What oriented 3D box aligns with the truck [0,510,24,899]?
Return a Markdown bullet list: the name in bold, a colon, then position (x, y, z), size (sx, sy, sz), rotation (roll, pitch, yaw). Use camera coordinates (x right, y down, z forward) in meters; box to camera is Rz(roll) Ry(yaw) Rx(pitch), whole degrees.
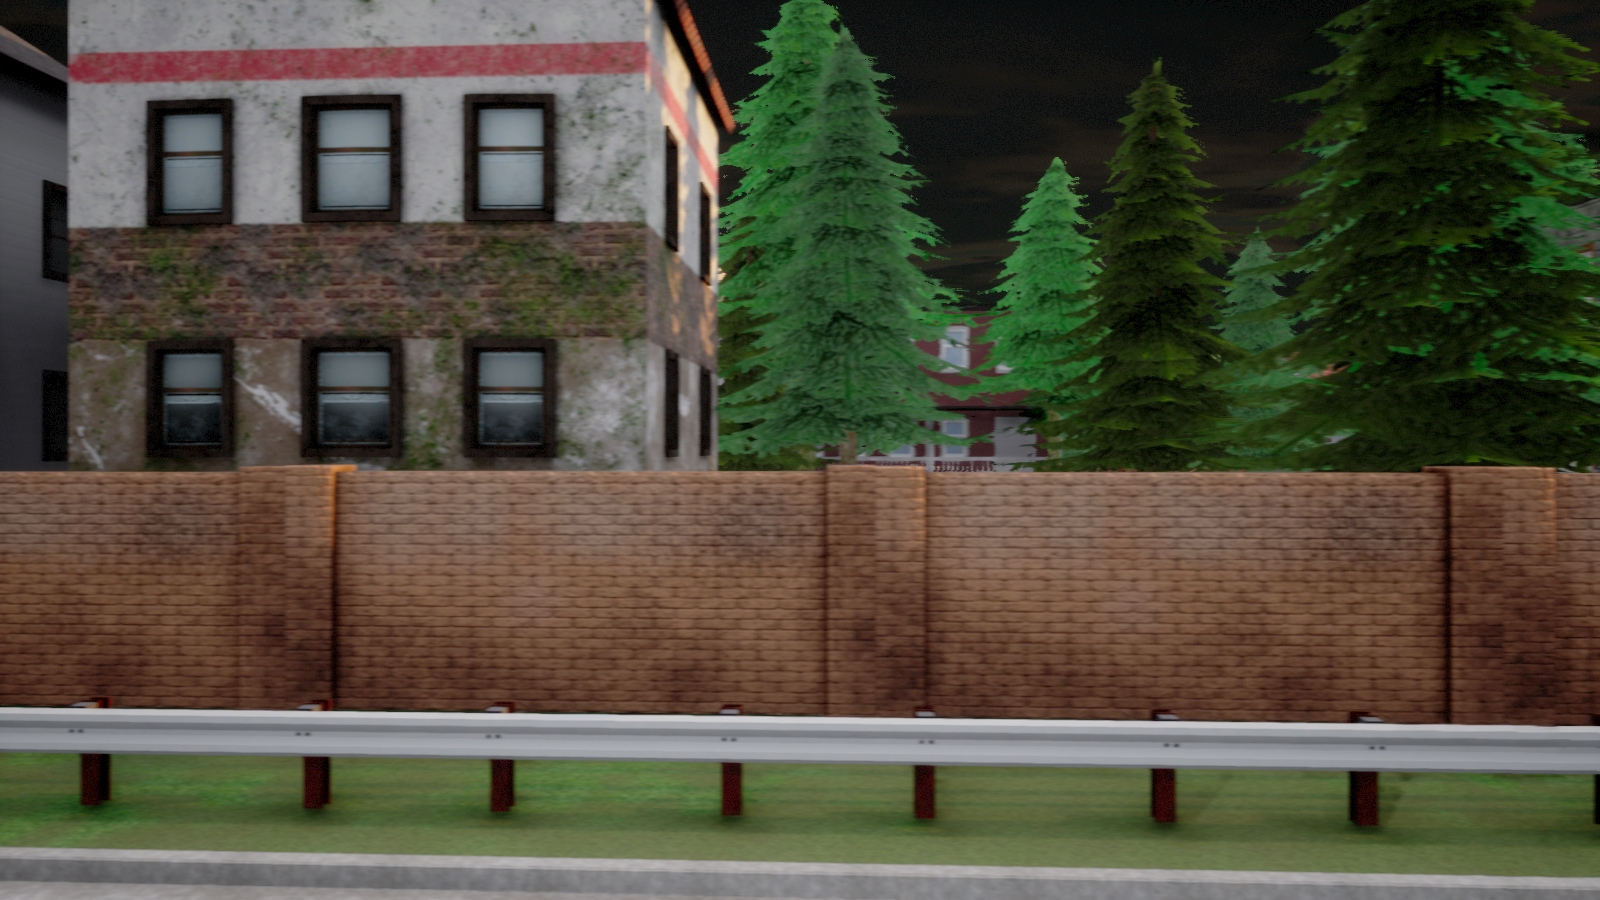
- **truck**: position (-6.735, 1.575, 4.800), size (5.204, 2.467, 2.627), rotation (-1, 0, 3)
